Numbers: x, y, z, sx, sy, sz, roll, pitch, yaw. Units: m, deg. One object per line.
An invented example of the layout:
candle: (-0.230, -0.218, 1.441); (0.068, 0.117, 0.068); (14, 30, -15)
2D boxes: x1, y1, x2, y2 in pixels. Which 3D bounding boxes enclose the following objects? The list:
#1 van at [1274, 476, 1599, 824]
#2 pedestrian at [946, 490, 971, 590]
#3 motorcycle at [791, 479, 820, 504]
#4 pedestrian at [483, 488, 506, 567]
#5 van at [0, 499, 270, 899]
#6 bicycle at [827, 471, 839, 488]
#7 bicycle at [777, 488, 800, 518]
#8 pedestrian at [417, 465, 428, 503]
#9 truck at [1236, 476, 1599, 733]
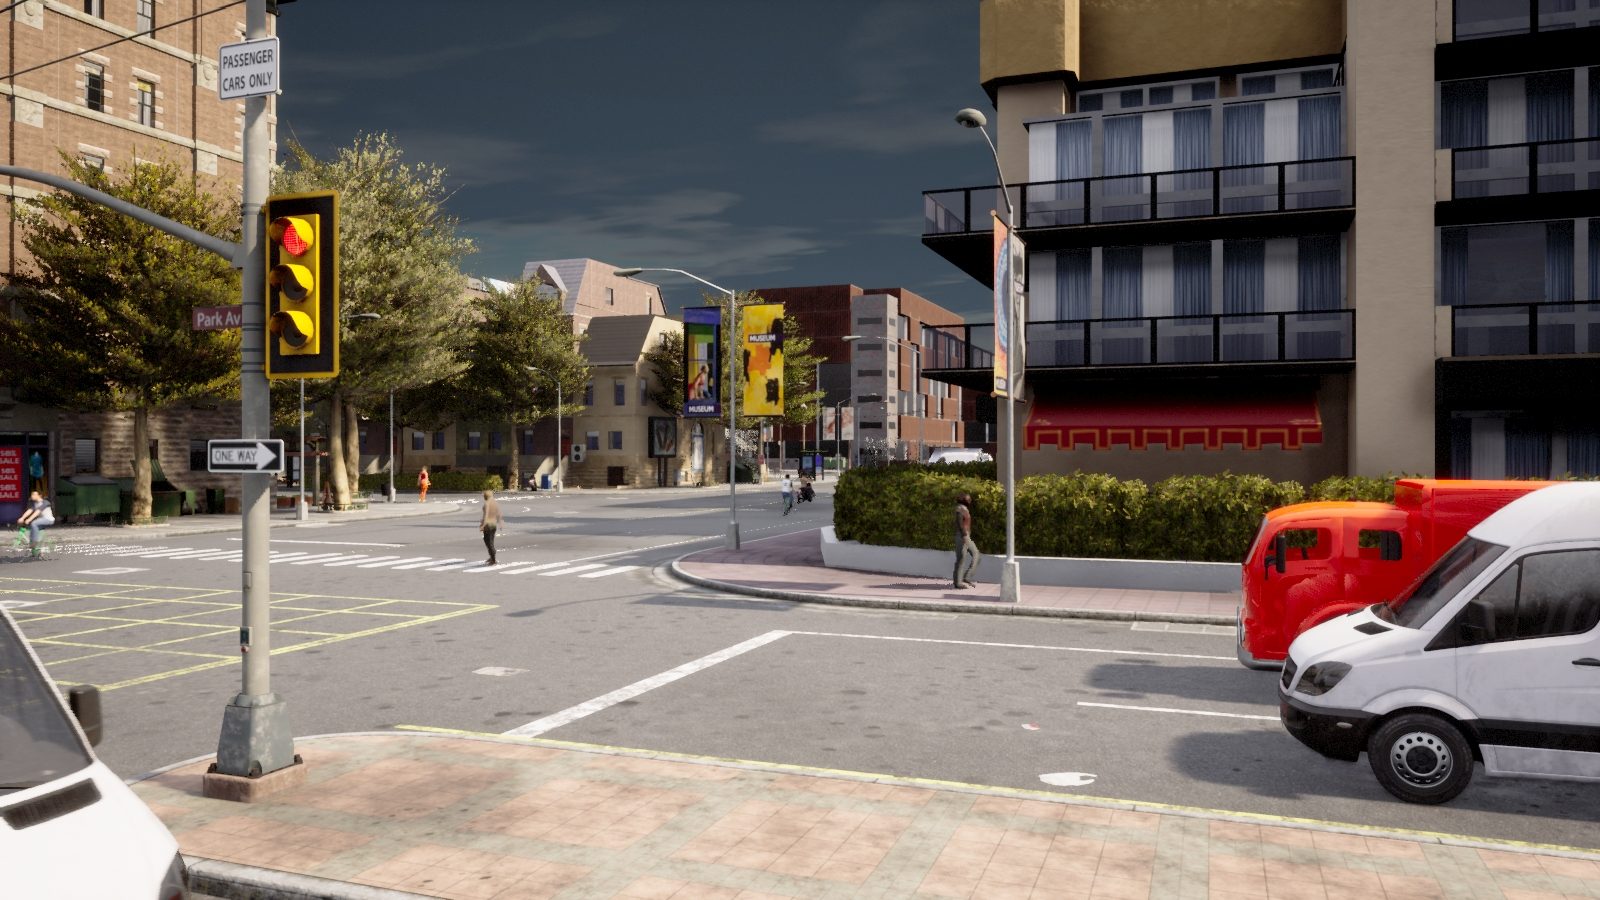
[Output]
van: (7.076, 1.534, 9.260); (5.915, 2.561, 1.988); (0, 0, 21)
pedestrian: (2.999, 1.696, 21.604); (0.375, 1.860, 0.375); (0, 0, 22)
motorcycle: (0.315, 2.170, 60.191); (0.764, 1.277, 2.356); (0, 0, 20)
pedestrian: (-7.307, 1.849, 27.365); (0.375, 1.860, 0.375); (0, 0, 23)
van: (-5.360, 1.534, 5.408); (5.915, 2.561, 1.988); (0, 0, 28)
bicycle: (2.485, 2.206, 85.630); (0.373, 1.196, 1.643); (0, 1, 20)
bicycle: (-0.476, 2.206, 48.054); (0.373, 1.196, 1.643); (0, 0, 20)
pedestrian: (-18.819, 1.696, 56.979); (0.375, 1.860, 0.375); (0, 0, 17)
truck: (7.678, 1.568, 12.781); (5.204, 2.467, 2.627); (0, 0, 20)
